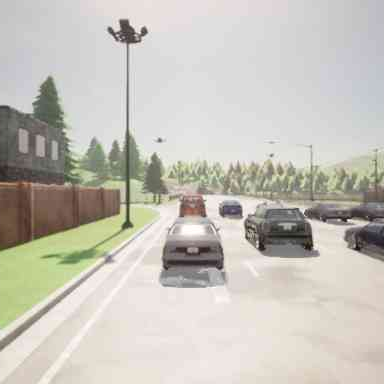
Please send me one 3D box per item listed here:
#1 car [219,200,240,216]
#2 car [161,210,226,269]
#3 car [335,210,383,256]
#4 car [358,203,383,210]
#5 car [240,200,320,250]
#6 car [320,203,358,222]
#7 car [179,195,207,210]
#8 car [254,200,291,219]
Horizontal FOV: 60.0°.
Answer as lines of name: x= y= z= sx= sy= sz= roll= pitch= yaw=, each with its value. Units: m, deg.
car: x=3.582 y=1.480 z=31.377 sx=1.882 sy=1.535 sz=5.008 roll=0 pitch=0 yaw=0
car: x=0.046 y=1.548 z=11.134 sx=2.033 sy=1.411 sz=5.357 roll=0 pitch=0 yaw=1
car: x=7.046 y=1.548 z=11.115 sx=2.033 sy=1.411 sz=5.357 roll=0 pitch=0 yaw=0
car: x=14.048 y=1.549 z=26.139 sx=2.033 sy=1.411 sz=5.357 roll=0 pitch=0 yaw=1
car: x=3.571 y=1.352 z=14.522 sx=2.097 sy=1.767 sz=4.553 roll=0 pitch=0 yaw=0
car: x=10.549 y=1.549 z=26.111 sx=2.033 sy=1.411 sz=5.357 roll=0 pitch=0 yaw=1
car: x=0.069 y=1.226 z=28.770 sx=2.150 sy=2.045 sz=5.566 roll=0 pitch=0 yaw=0
car: x=7.074 y=1.494 z=29.859 sx=2.128 sy=1.511 sz=4.902 roll=0 pitch=0 yaw=0
